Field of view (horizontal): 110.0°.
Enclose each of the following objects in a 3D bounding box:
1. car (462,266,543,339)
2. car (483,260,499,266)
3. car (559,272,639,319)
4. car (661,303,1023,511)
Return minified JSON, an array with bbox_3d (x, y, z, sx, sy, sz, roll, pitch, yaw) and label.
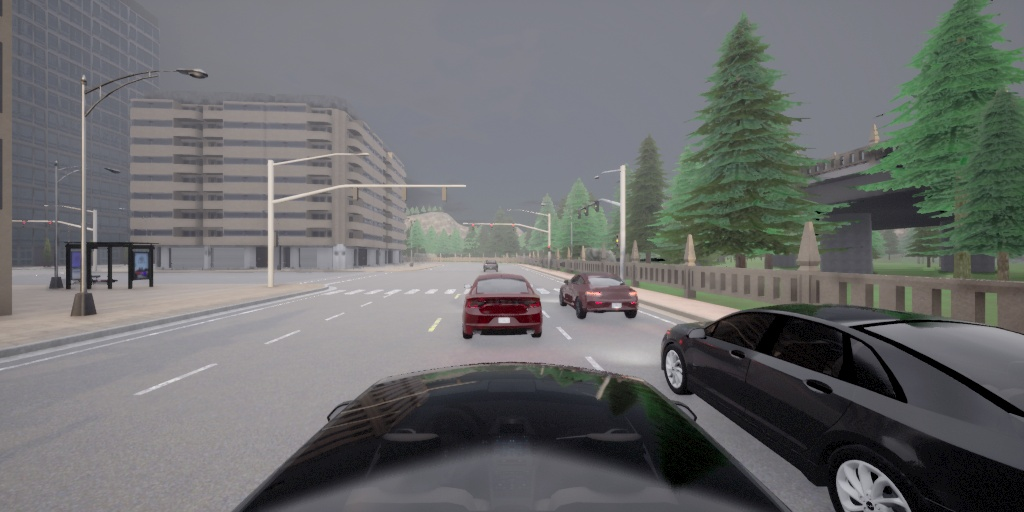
[{"bbox_3d":[-0.340,1.228,10.161,1.882,1.535,5.008,0,0,-4],"label":"car"},{"bbox_3d":[-2.716,1.242,45.914,2.128,1.511,4.902,0,0,-4],"label":"car"},{"bbox_3d":[2.922,1.276,12.736,1.812,1.442,4.674,0,0,-3],"label":"car"},{"bbox_3d":[3.258,1.255,3.746,1.837,1.490,4.892,0,0,0],"label":"car"}]
